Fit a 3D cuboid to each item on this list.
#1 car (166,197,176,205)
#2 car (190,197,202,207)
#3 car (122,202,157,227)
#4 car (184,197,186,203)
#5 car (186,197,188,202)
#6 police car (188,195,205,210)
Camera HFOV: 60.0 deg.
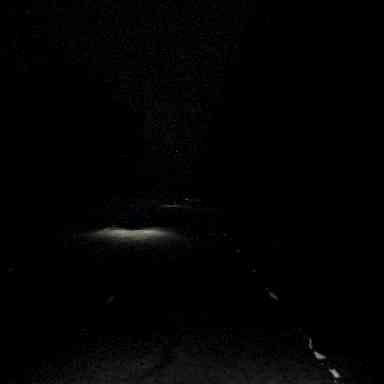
[{"bbox_3d":[-4.069,1.832,65.278,1.837,1.490,4.892,0,0,-1],"label":"car"},{"bbox_3d":[0.627,1.692,57.090,1.801,1.575,5.366,-1,0,-1],"label":"car"},{"bbox_3d":[-3.639,1.525,23.608,1.882,1.535,5.008,0,0,0],"label":"car"},{"bbox_3d":[-0.879,1.924,80.325,2.128,1.511,4.902,0,-1,-1],"label":"car"},{"bbox_3d":[0.513,1.513,62.943,2.150,2.045,5.566,-1,-1,-1],"label":"car"},{"bbox_3d":[0.794,1.586,46.997,1.930,1.638,5.238,0,0,-1],"label":"police car"}]
